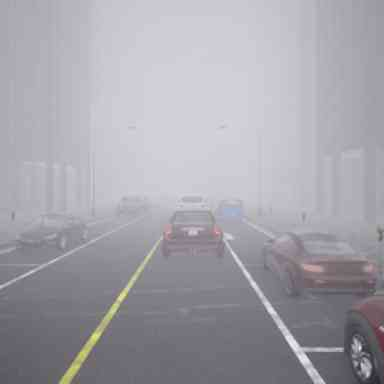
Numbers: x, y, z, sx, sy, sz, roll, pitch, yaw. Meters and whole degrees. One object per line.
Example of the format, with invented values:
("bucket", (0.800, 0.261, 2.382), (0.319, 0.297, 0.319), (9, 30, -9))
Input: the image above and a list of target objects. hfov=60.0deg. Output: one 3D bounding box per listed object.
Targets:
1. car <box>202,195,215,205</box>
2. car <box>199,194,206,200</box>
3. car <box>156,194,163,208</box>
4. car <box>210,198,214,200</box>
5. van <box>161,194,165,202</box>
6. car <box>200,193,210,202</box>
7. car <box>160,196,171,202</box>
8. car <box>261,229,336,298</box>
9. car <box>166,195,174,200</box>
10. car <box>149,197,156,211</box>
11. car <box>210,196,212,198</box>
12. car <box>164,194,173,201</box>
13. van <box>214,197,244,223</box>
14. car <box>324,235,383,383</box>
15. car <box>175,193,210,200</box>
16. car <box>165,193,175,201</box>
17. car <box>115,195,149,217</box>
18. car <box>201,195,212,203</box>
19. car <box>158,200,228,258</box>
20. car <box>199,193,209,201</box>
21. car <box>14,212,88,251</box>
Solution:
("car", (2.869, 1.347, 58.995), (1.967, 1.590, 4.097), (0, 0, 0))
("car", (2.874, 1.330, 92.831), (1.967, 1.590, 4.097), (0, 0, 0))
("car", (-5.659, 1.457, 47.526), (1.752, 1.417, 4.829), (0, 0, 1))
("car", (2.865, 1.495, 30.966), (1.752, 1.417, 4.829), (0, 0, 0))
("van", (-5.655, 1.240, 64.650), (1.690, 1.788, 3.998), (0, 0, 0))
("car", (2.871, 1.206, 75.913), (2.192, 1.841, 5.009), (0, 0, 0))
("car", (-5.655, 1.460, 70.289), (1.947, 1.339, 4.313), (0, 0, 0))
("car", (2.860, 1.579, 8.235), (1.802, 1.307, 4.206), (0, 0, 0))
("car", (-5.652, 1.435, 87.206), (1.887, 1.381, 4.507), (0, 0, 0))
("car", (-5.660, 1.274, 36.457), (2.192, 1.841, 5.009), (0, 0, 0))
("car", (2.874, 1.468, 42.279), (1.752, 1.417, 4.829), (0, 0, 1))
("car", (-5.653, 1.331, 81.567), (1.967, 1.590, 4.097), (0, 0, 0))
("van", (2.864, 1.322, 25.153), (1.690, 1.788, 3.998), (0, 0, 0))
("car", (2.859, 1.439, 2.593), (1.967, 1.590, 4.097), (0, 0, 0))
("car", (0.040, 1.201, 26.857), (2.150, 2.045, 5.566), (0, 0, 1))
("car", (-3.045, 1.260, 58.270), (2.097, 1.767, 4.553), (0, 0, 1))
("car", (-5.661, 1.285, 30.817), (2.192, 1.841, 5.009), (0, 0, 0))
("car", (2.870, 1.339, 64.633), (1.967, 1.590, 4.097), (0, 0, 0))
("car", (0.048, 1.345, 12.905), (2.097, 1.767, 4.553), (0, 0, 0))
("car", (2.872, 1.205, 81.552), (2.192, 1.841, 5.009), (0, 0, 0))
("car", (-5.665, 1.544, 13.898), (2.008, 1.369, 4.403), (0, 0, 0))
